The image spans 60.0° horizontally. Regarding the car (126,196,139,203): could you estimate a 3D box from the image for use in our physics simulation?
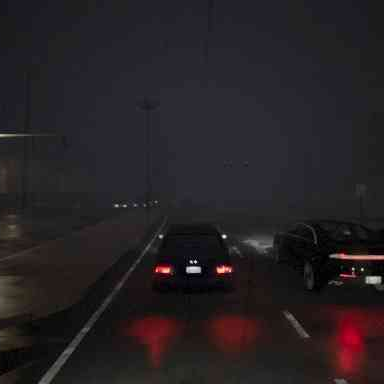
[{"bbox_3d":[-12.677,1.521,71.128,1.812,1.442,4.674,0,0,0],"label":"car"}]

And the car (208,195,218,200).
[{"bbox_3d":[5.851,1.468,89.299,1.882,1.535,5.008,0,0,0],"label":"car"}]

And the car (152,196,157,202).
[{"bbox_3d":[-9.178,1.475,70.715,1.882,1.535,5.008,0,0,0],"label":"car"}]

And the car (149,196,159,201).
[{"bbox_3d":[-9.162,1.591,81.212,1.895,1.301,4.718,0,0,0],"label":"car"}]

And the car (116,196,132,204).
[{"bbox_3d":[-12.745,1.598,62.002,1.895,1.301,4.718,0,0,1],"label":"car"}]

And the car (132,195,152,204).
[{"bbox_3d":[-9.254,1.349,61.668,2.097,1.767,4.553,0,0,0],"label":"car"}]

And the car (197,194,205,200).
[{"bbox_3d":[2.351,1.492,89.370,1.837,1.490,4.892,0,0,0],"label":"car"}]

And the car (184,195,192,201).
[{"bbox_3d":[-1.149,1.530,89.294,2.033,1.411,5.357,0,0,0],"label":"car"}]

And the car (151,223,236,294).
[{"bbox_3d":[0.022,1.547,8.918,2.033,1.411,5.357,0,0,0],"label":"car"}]

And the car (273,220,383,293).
[{"bbox_3d":[3.520,1.491,8.865,2.128,1.511,4.902,0,0,0],"label":"car"}]

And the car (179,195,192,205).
[{"bbox_3d":[-1.197,1.561,58.402,1.994,1.385,4.181,0,0,0],"label":"car"}]
